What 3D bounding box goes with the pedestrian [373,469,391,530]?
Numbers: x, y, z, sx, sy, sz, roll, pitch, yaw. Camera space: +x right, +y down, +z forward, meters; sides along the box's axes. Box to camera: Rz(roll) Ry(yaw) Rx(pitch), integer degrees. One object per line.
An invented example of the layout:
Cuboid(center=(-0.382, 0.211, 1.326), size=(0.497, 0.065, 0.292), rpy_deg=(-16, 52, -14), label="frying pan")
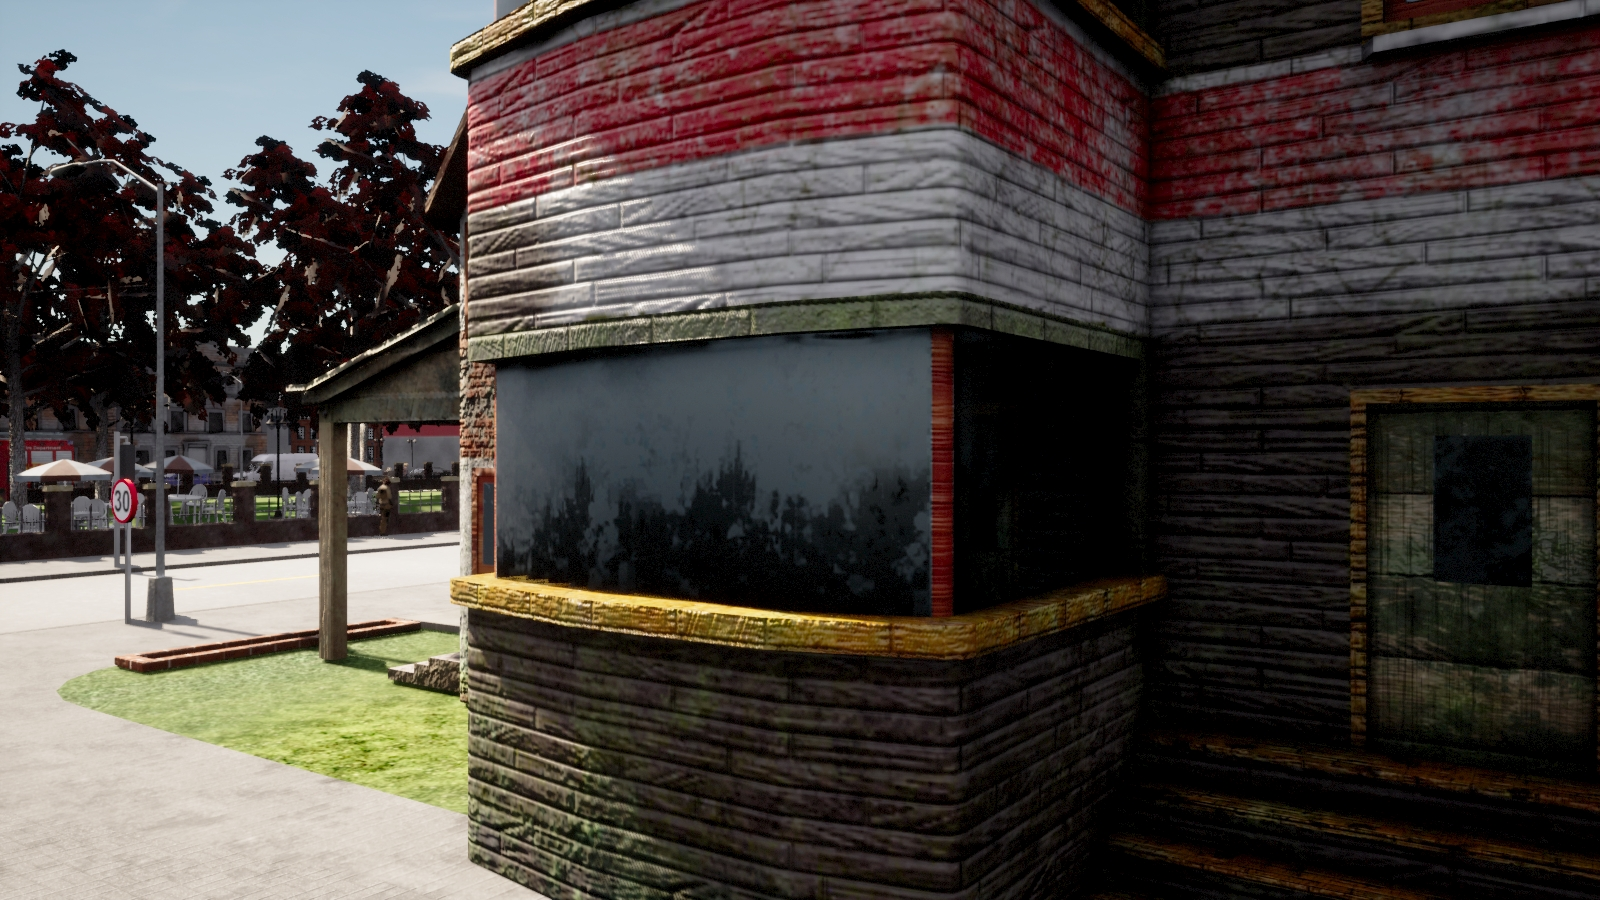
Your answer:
Cuboid(center=(-12.900, 1.525, 35.270), size=(0.375, 1.860, 0.375), rpy_deg=(0, 0, 35), label="pedestrian")
